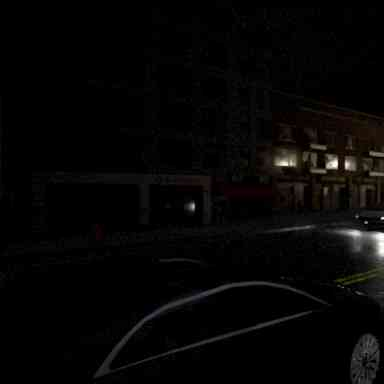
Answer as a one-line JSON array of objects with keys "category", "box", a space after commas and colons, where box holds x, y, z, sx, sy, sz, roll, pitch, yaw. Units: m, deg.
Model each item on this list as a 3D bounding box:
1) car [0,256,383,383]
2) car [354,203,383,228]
[{"category": "car", "box": [0.172, 1.475, 3.517, 4.902, 1.511, 2.128, -1, 0, -35]}, {"category": "car", "box": [11.417, 1.372, 19.476, 4.674, 1.442, 1.812, -1, 0, -35]}]
